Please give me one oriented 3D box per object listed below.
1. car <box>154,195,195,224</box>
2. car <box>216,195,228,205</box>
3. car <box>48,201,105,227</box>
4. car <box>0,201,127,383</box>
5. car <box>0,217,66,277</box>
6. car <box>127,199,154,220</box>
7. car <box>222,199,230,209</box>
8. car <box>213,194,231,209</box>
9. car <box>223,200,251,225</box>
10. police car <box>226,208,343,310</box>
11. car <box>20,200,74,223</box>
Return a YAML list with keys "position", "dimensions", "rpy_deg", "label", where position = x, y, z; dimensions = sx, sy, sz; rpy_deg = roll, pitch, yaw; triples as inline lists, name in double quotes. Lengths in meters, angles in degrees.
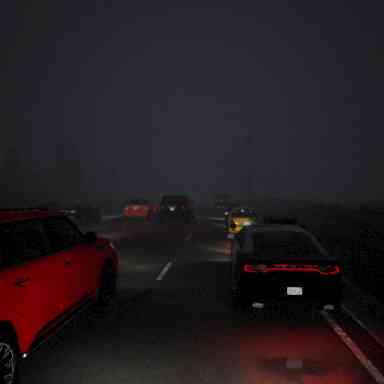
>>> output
- position: [-1.085, 1.224, 24.994]
  dimensions: [2.150, 2.045, 5.566]
  rpy_deg: [0, 0, 5]
  label: "car"
- position: [5.222, 1.352, 58.413]
  dimensions: [2.097, 1.767, 4.553]
  rpy_deg: [0, 0, 5]
  label: "car"
- position: [-8.186, 1.492, 24.142]
  dimensions: [2.128, 1.511, 4.902]
  rpy_deg: [0, 0, 5]
  label: "car"
- position: [-2.833, 1.223, 4.815]
  dimensions: [2.150, 2.045, 5.566]
  rpy_deg: [0, 0, 5]
  label: "car"
- position: [-5.879, 1.601, 10.226]
  dimensions: [1.895, 1.301, 4.718]
  rpy_deg: [0, 0, 5]
  label: "car"
- position: [-4.281, 1.352, 28.658]
  dimensions: [2.097, 1.767, 4.553]
  rpy_deg: [0, 0, 5]
  label: "car"
- position: [3.284, 1.505, 23.878]
  dimensions: [1.837, 1.490, 4.892]
  rpy_deg: [0, 0, 5]
  label: "car"
- position: [3.975, 1.221, 44.013]
  dimensions: [2.150, 2.045, 5.566]
  rpy_deg: [0, 0, 5]
  label: "car"
- position: [2.783, 1.455, 18.090]
  dimensions: [1.801, 1.575, 5.366]
  rpy_deg: [0, 0, 5]
  label: "car"
- position: [1.913, 1.425, 8.047]
  dimensions: [1.930, 1.638, 5.238]
  rpy_deg: [0, 0, 5]
  label: "police car"
- position: [-11.476, 1.506, 26.710]
  dimensions: [1.837, 1.490, 4.892]
  rpy_deg: [0, 1, 5]
  label: "car"
